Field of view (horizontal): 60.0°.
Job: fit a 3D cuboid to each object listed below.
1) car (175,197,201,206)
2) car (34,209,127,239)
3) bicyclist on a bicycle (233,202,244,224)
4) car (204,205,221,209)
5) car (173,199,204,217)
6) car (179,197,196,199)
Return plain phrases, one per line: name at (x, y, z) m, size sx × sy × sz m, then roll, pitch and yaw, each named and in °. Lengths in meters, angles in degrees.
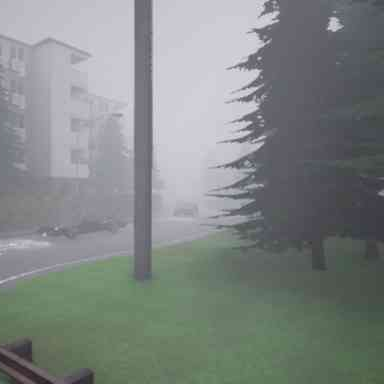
car at (-0.754, 1.596, 58.290) m, size 2.128 × 1.511 × 4.902 m, roll 0°, pitch 0°, yaw -32°
car at (-5.942, 1.691, 18.643) m, size 2.033 × 1.411 × 5.357 m, roll 0°, pitch 0°, yaw 29°
bicyclist on a bicycle at (3.346, 1.479, 20.937) m, size 1.656 × 1.620 × 0.582 m, roll -3°, pitch 1°, yaw 23°
car at (2.860, 1.627, 48.794) m, size 1.837 × 1.490 × 4.892 m, roll 0°, pitch 0°, yaw -13°
car at (-0.471, 1.683, 33.080) m, size 2.033 × 1.411 × 5.357 m, roll 0°, pitch 0°, yaw 11°
car at (-1.146, 1.677, 50.935) m, size 1.837 × 1.490 × 4.892 m, roll 0°, pitch 0°, yaw -19°
